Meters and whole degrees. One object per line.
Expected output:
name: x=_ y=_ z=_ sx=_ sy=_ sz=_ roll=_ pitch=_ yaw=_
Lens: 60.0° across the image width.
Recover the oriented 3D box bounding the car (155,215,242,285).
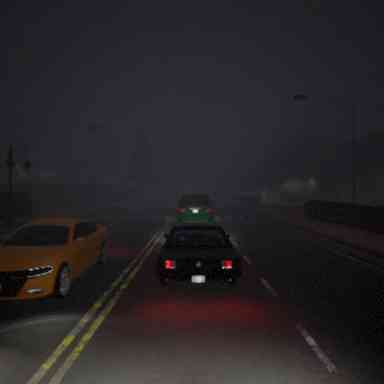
car: x=0.147 y=1.559 z=9.299 sx=1.895 sy=1.301 sz=4.718 roll=0 pitch=0 yaw=0

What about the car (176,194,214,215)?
car: x=0.197 y=1.130 z=20.849 sx=2.150 sy=2.045 sz=5.566 roll=0 pitch=0 yaw=0

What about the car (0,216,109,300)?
car: x=-3.559 y=1.439 z=8.533 sx=1.882 sy=1.535 sz=5.008 roll=0 pitch=0 yaw=0

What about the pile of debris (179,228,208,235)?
pile of debris: x=0.080 y=2.097 z=17.760 sx=1.500 sy=0.140 sz=1.860 roll=0 pitch=0 yaw=0
